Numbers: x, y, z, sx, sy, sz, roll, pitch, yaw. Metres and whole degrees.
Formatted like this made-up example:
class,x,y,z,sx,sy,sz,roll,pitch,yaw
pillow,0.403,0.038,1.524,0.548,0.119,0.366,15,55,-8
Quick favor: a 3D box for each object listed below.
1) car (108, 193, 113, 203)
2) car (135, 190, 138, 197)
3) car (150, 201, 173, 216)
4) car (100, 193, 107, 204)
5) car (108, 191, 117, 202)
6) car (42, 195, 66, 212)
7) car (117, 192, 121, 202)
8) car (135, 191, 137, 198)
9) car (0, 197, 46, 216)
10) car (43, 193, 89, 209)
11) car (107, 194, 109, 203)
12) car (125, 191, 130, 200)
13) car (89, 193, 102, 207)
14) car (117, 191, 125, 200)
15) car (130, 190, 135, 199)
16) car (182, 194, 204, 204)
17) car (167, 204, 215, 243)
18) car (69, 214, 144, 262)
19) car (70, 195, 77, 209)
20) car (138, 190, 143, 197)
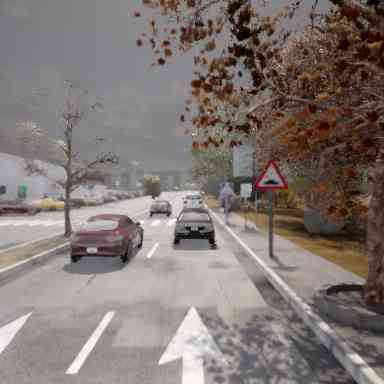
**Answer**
class,x,y,z,sx,sy,sz,roll,pitch,yaw
car,-16.826,1.374,58.498,4.674,1.452,2.002,-1,0,-20
car,-16.981,0.965,82.433,5.366,1.575,1.946,-1,1,-20
car,-2.899,1.538,31.800,2.033,1.411,5.357,0,0,0
car,-16.856,1.146,52.471,5.566,2.045,2.435,-1,1,-20
car,-16.854,1.165,61.484,4.553,1.767,2.185,-1,1,-20
car,-17.009,1.476,37.399,5.366,1.575,1.946,-1,0,-20
car,-16.822,1.286,64.497,4.674,1.452,2.002,-1,1,-20
car,-16.635,1.001,79.567,5.366,1.575,1.946,-1,1,-20
car,-16.816,1.511,31.476,4.792,1.488,2.163,-1,0,-20
car,-16.811,1.210,43.491,5.566,2.045,2.435,-1,0,-20
car,-16.851,1.395,55.473,4.792,1.488,2.163,-1,1,-20
car,-16.787,1.130,73.513,4.792,1.488,2.163,-1,1,-20
car,-16.657,1.417,49.546,5.366,1.575,1.946,-1,0,-20
car,-16.810,1.199,67.497,5.008,1.535,2.097,-1,1,-20
car,-16.791,0.802,76.512,5.566,2.045,2.435,-1,1,-20
car,0.102,1.209,36.422,2.150,2.045,5.566,0,0,0
car,0.101,1.543,16.068,2.033,1.411,5.357,0,0,0
car,-2.914,1.522,11.987,1.812,1.442,4.674,0,0,0
car,-16.840,1.509,40.473,4.674,1.452,2.002,-1,0,-20
car,-16.831,0.634,88.480,5.566,2.045,2.435,-1,1,-20
